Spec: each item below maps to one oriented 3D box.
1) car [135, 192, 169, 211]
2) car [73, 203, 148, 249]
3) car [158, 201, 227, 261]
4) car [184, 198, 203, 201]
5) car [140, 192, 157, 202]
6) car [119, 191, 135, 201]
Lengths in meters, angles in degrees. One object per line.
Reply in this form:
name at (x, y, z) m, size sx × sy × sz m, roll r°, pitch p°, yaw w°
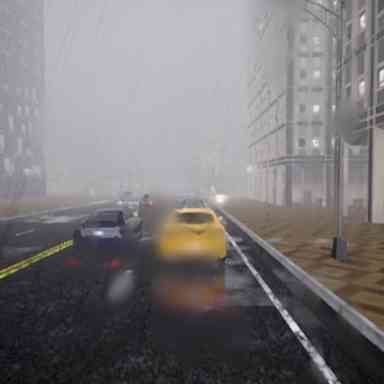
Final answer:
car at (-3.139, 0.862, 28.176) m, size 2.097 × 1.767 × 4.553 m, roll 0°, pitch 1°, yaw 0°
car at (-3.161, 1.332, 13.276) m, size 1.994 × 1.385 × 4.181 m, roll 0°, pitch 1°, yaw 0°
car at (0.074, 1.280, 11.430) m, size 1.882 × 1.535 × 5.008 m, roll 0°, pitch 1°, yaw 1°
car at (0.104, 1.132, 27.076) m, size 1.895 × 1.301 × 4.718 m, roll 0°, pitch 1°, yaw 0°
car at (-6.508, 0.720, 50.184) m, size 1.895 × 1.301 × 4.718 m, roll 0°, pitch 1°, yaw 0°
car at (-9.753, 0.614, 50.559) m, size 1.837 × 1.490 × 4.892 m, roll 0°, pitch 2°, yaw 0°
